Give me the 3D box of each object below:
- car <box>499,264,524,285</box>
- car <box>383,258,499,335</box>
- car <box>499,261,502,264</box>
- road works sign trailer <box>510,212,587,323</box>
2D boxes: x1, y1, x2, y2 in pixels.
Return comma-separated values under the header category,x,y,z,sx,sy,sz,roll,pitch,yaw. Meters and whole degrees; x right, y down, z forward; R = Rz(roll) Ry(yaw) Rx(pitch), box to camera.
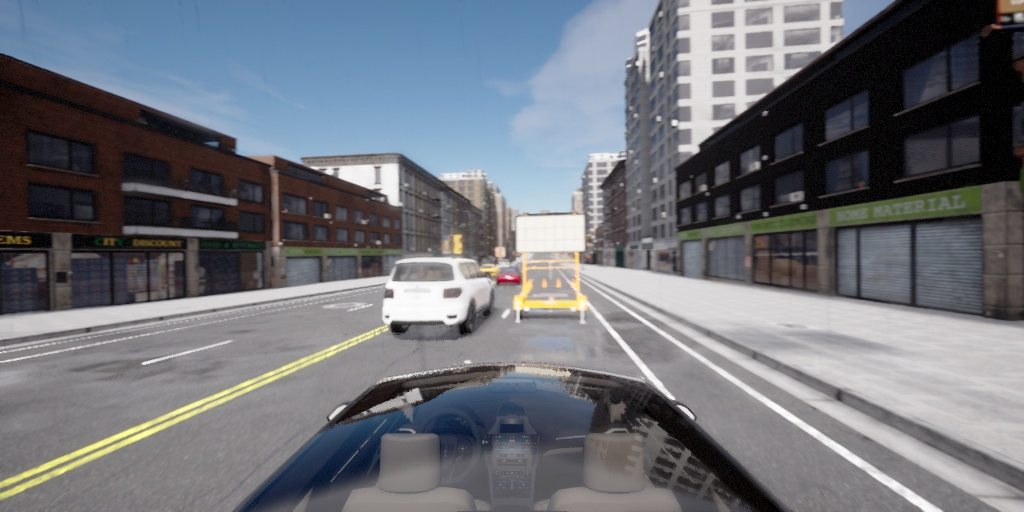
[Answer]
category,x,y,z,sx,sy,sz,roll,pitch,yaw
car,-0.100,1.579,28.993,1.994,1.385,4.181,-1,-1,6
car,-1.965,1.087,11.176,2.150,2.045,5.566,-1,-1,6
car,-2.590,1.630,38.351,1.882,1.535,5.008,-1,-1,6
road works sign trailer,1.382,0.294,12.515,2.380,3.560,2.880,0,0,9
